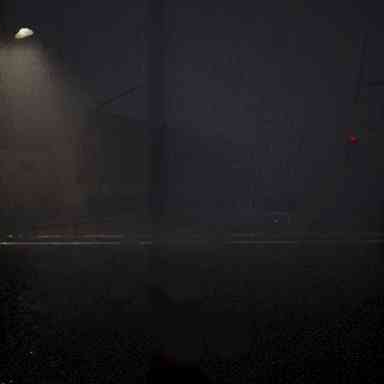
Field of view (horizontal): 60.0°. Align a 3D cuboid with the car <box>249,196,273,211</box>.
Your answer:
[{"bbox_3d":[8.612,1.322,40.057,2.097,1.767,4.553,-1,1,37],"label":"car"}]

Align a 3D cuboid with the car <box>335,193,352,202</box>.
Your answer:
[{"bbox_3d":[26.091,0.911,57.191,1.837,1.490,4.892,-1,-1,38],"label":"car"}]

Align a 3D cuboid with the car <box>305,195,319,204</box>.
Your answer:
[{"bbox_3d":[18.858,1.146,53.510,1.895,1.301,4.718,-1,1,37],"label":"car"}]

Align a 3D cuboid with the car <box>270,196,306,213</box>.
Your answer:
[{"bbox_3d":[10.780,1.515,37.124,1.994,1.385,4.181,-1,1,37],"label":"car"}]
